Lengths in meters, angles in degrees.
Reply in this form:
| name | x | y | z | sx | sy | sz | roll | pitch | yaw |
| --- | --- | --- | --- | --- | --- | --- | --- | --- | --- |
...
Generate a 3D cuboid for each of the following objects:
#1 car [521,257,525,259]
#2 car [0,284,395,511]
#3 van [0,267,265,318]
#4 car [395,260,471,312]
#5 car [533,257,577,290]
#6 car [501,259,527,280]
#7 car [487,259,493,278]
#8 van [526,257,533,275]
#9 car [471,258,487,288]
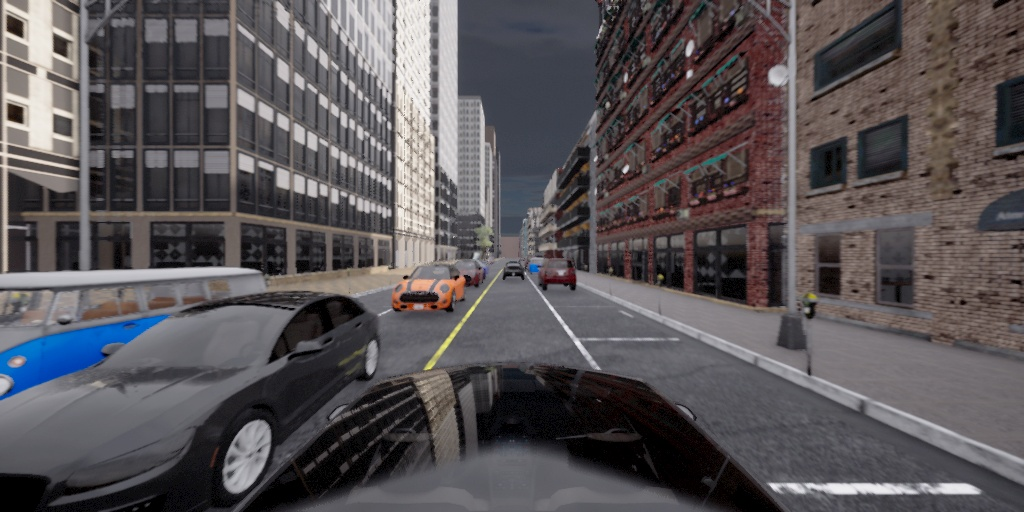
| name | x | y | z | sx | sy | sz | roll | pitch | yaw |
| --- | --- | --- | --- | --- | --- | --- | --- | --- | --- |
| car | 2.737 | 1.069 | 49.920 | 2.192 | 1.841 | 5.009 | 0 | 0 | 0 |
| car | -3.118 | 1.254 | 4.405 | 1.837 | 1.490 | 4.892 | 0 | 0 | -2 |
| van | -5.686 | 1.088 | 5.520 | 1.690 | 1.789 | 3.998 | 0 | 0 | 0 |
| car | -3.072 | 1.100 | 14.131 | 2.097 | 1.767 | 4.553 | 0 | 0 | 0 |
| car | 2.710 | 1.065 | 22.166 | 2.192 | 1.841 | 5.009 | 0 | 0 | 0 |
| car | 0.128 | 1.255 | 31.717 | 1.837 | 1.490 | 4.892 | 0 | 0 | 0 |
| car | -2.972 | 1.230 | 30.571 | 1.882 | 1.535 | 5.008 | 0 | 0 | 0 |
| van | 2.726 | 1.093 | 38.819 | 1.690 | 1.789 | 3.998 | 0 | 0 | 0 |
| car | -3.053 | 1.100 | 23.909 | 2.097 | 1.767 | 4.553 | 0 | 0 | 0 |
